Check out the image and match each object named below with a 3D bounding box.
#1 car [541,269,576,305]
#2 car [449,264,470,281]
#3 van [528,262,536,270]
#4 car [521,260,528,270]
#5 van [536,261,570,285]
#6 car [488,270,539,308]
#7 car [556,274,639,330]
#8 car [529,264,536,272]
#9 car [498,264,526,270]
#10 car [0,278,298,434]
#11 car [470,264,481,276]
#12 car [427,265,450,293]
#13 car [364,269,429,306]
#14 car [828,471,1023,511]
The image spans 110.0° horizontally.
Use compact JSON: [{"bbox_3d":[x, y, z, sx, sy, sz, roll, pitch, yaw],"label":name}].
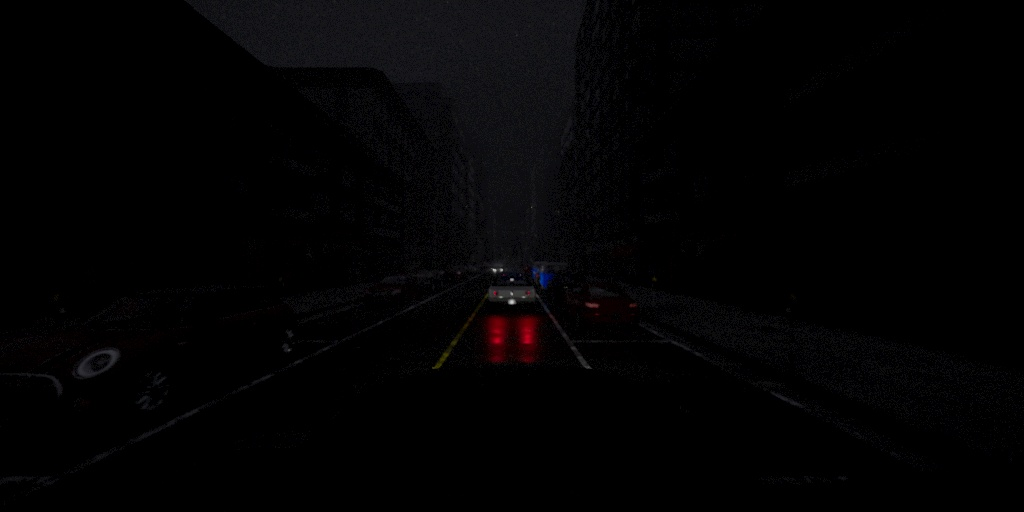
[{"bbox_3d":[2.635,1.459,16.715,1.948,1.339,4.313,0,0,0],"label":"car"},{"bbox_3d":[-5.393,1.502,33.244,1.967,1.591,4.097,0,0,0],"label":"car"},{"bbox_3d":[2.632,1.403,33.245,1.690,1.789,3.998,0,0,0],"label":"van"},{"bbox_3d":[2.629,1.677,49.777,1.967,1.591,4.097,0,0,0],"label":"car"},{"bbox_3d":[2.634,1.289,22.225,1.690,1.789,3.998,0,0,0],"label":"van"},{"bbox_3d":[-0.001,1.487,15.955,1.895,1.301,4.718,0,-1,0],"label":"car"},{"bbox_3d":[2.636,1.422,11.205,1.802,1.307,4.207,0,0,0],"label":"car"},{"bbox_3d":[2.633,1.555,27.736,2.007,1.370,4.403,0,0,0],"label":"car"},{"bbox_3d":[-0.003,1.639,30.956,1.895,1.301,4.718,0,-1,0],"label":"car"},{"bbox_3d":[-5.389,1.227,5.693,1.967,1.591,4.097,0,0,0],"label":"car"},{"bbox_3d":[-5.395,1.729,44.265,2.007,1.370,4.403,0,0,0],"label":"car"},{"bbox_3d":[-5.391,1.499,22.224,2.007,1.370,4.403,0,0,0],"label":"car"},{"bbox_3d":[-5.390,1.476,16.713,1.802,1.307,4.207,0,0,0],"label":"car"},{"bbox_3d":[2.637,1.301,0.183,1.948,1.339,4.313,0,0,0],"label":"car"}]
